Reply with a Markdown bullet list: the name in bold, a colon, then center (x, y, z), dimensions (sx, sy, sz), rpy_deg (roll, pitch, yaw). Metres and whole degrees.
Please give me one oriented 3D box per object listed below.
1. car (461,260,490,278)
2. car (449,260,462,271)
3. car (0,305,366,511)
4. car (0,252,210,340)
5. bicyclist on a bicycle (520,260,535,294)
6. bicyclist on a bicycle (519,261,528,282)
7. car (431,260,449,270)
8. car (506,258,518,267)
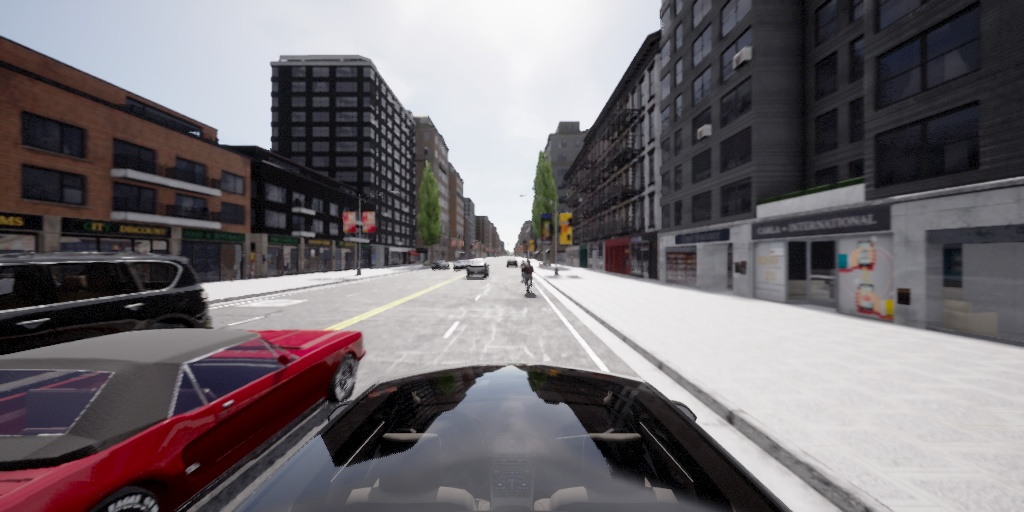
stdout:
- **car**: center (-3.157, 1.204, 33.902), dimensions (2.128, 1.511, 4.902), rpy_deg (0, 0, 0)
- **car**: center (-6.583, 1.239, 47.687), dimensions (2.033, 1.411, 5.357), rpy_deg (0, 0, 0)
- **car**: center (-3.152, 1.349, 3.363), dimensions (1.895, 1.301, 4.718), rpy_deg (0, 0, 0)
- **car**: center (-6.601, 0.969, 4.276), dimensions (2.150, 2.045, 5.566), rpy_deg (0, 0, 0)
- **bicyclist on a bicycle**: center (0.890, 1.102, 18.998), dimensions (0.659, 1.776, 1.843), rpy_deg (0, 0, 0)
- **bicyclist on a bicycle**: center (0.887, 1.173, 28.046), dimensions (0.582, 1.620, 1.656), rpy_deg (0, 0, 0)
- **car**: center (-9.829, 1.253, 49.548), dimensions (1.994, 1.385, 4.181), rpy_deg (0, 0, 0)
- **car**: center (0.027, 1.146, 62.437), dimensions (1.882, 1.535, 5.008), rpy_deg (0, 0, 0)
